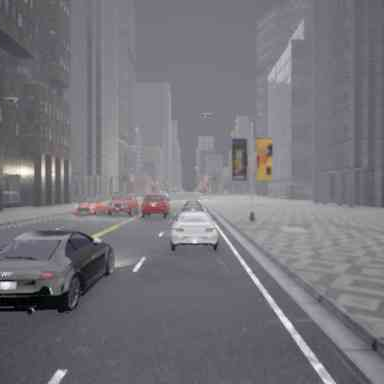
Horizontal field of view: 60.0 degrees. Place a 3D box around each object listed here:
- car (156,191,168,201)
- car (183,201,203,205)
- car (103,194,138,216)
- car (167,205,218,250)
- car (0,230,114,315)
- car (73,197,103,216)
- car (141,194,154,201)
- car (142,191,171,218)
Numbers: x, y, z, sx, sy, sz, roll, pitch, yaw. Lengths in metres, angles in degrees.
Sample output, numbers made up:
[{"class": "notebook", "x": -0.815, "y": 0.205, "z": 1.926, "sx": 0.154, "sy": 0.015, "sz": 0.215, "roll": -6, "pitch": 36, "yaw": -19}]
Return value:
[{"class": "car", "x": -6.528, "y": 0.903, "z": 73.003, "sx": 2.150, "sy": 2.045, "sz": 5.566, "roll": 0, "pitch": 0, "yaw": 0}, {"class": "car", "x": 0.087, "y": 1.521, "z": 31.351, "sx": 1.994, "sy": 1.385, "sz": 4.181, "roll": 0, "pitch": 0, "yaw": 0}, {"class": "car", "x": -6.609, "y": 1.178, "z": 32.253, "sx": 2.150, "sy": 2.045, "sz": 5.566, "roll": 0, "pitch": 0, "yaw": 0}, {"class": "car", "x": 0.095, "y": 1.514, "z": 14.212, "sx": 1.812, "sy": 1.442, "sz": 4.674, "roll": 0, "pitch": 0, "yaw": 0}, {"class": "car", "x": -3.153, "y": 1.559, "z": 7.666, "sx": 1.994, "sy": 1.385, "sz": 4.181, "roll": 0, "pitch": 0, "yaw": 0}, {"class": "car", "x": -9.857, "y": 1.306, "z": 32.350, "sx": 2.097, "sy": 1.767, "sz": 4.553, "roll": 0, "pitch": 0, "yaw": 0}, {"class": "car", "x": -9.778, "y": 1.195, "z": 73.449, "sx": 2.033, "sy": 1.411, "sz": 5.357, "roll": 0, "pitch": 0, "yaw": 0}, {"class": "car", "x": -3.162, "y": 1.181, "z": 29.950, "sx": 2.150, "sy": 2.045, "sz": 5.566, "roll": 0, "pitch": 0, "yaw": 0}]
